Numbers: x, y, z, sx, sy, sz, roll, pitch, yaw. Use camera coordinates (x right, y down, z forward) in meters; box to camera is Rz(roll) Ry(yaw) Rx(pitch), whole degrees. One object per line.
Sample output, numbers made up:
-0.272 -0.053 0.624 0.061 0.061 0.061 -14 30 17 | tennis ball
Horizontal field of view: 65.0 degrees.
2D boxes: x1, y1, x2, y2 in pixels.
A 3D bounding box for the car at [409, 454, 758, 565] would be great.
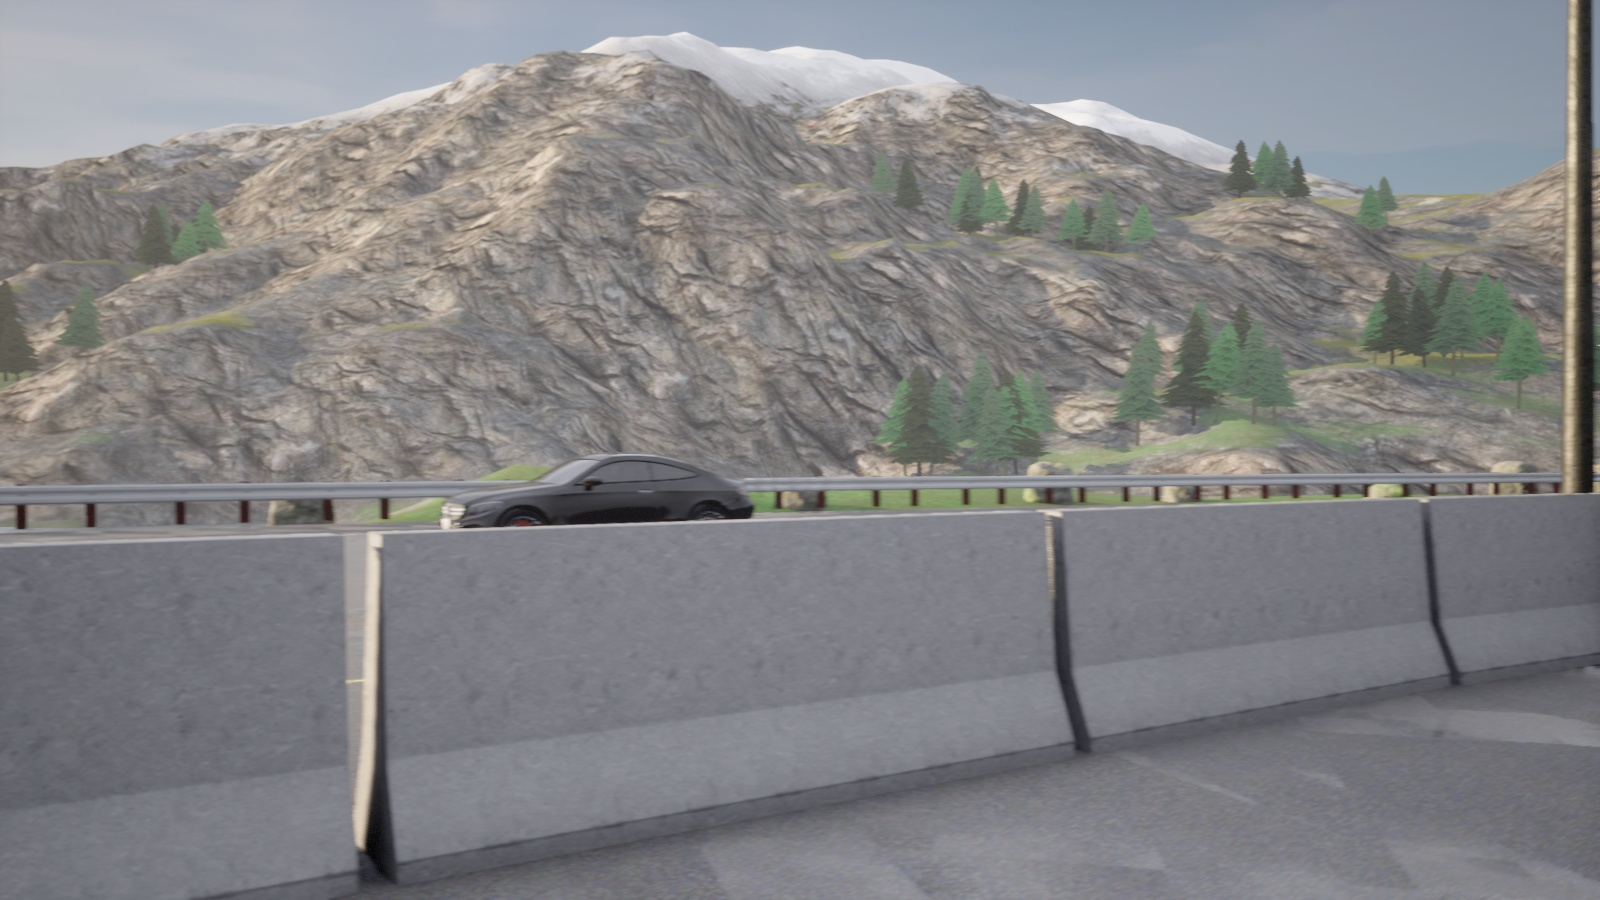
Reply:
-3.097 0.778 18.335 4.674 1.442 1.812 0 0 -32 | car
